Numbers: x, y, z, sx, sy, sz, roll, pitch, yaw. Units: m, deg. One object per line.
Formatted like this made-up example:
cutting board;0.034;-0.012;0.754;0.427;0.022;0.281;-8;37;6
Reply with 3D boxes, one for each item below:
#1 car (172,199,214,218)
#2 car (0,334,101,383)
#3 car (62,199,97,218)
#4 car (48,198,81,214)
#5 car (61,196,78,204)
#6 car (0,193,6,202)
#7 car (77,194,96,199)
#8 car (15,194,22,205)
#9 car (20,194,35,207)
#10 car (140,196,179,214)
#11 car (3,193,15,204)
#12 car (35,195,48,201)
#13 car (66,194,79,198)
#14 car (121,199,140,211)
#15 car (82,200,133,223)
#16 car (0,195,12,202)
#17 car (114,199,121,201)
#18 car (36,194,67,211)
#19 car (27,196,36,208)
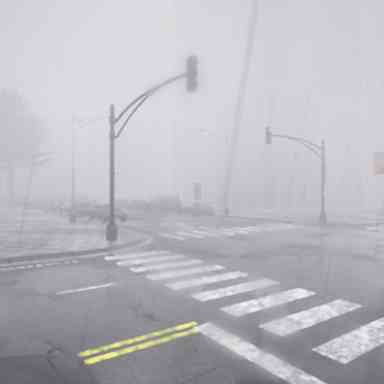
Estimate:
car;0.316;1.606;30.552;1.802;1.307;4.206;0;0;-36
car;-2.798;1.495;1.437;4.892;1.490;1.837;0;0;-36
car;-9.895;1.555;30.051;1.947;1.339;4.313;0;0;-36
car;-13.233;1.553;34.596;1.802;1.307;4.206;0;0;-36
car;-23.052;1.482;62.361;1.947;1.339;4.313;0;0;-36
car;-36.604;1.197;66.410;2.192;1.841;5.009;0;0;-36
car;-16.376;1.484;53.272;1.887;1.381;4.507;0;0;-36
car;-26.589;1.479;52.775;1.947;1.339;4.313;0;0;-36
car;-23.148;1.451;48.093;1.752;1.417;4.829;0;0;-36
car;-3.021;1.318;35.096;2.192;1.841;5.009;0;0;-36
car;-33.266;1.437;61.865;1.887;1.381;4.507;0;0;-36
car;-36.506;1.402;80.675;1.752;1.417;4.829;0;0;-36
car;-19.713;1.243;57.817;2.192;1.841;5.009;0;0;-36
car;-6.361;1.551;39.640;1.947;1.339;4.313;0;0;-36
car;-6.555;1.576;25.506;1.947;1.339;4.313;0;0;-36
car;-39.944;1.437;70.956;1.947;1.339;4.313;0;0;-36
car;-9.698;1.534;44.184;1.947;1.339;4.313;0;0;-36
car;-16.571;1.394;39.140;1.967;1.590;4.097;0;0;-36
car;-19.911;1.521;43.685;1.802;1.307;4.206;0;0;-36
